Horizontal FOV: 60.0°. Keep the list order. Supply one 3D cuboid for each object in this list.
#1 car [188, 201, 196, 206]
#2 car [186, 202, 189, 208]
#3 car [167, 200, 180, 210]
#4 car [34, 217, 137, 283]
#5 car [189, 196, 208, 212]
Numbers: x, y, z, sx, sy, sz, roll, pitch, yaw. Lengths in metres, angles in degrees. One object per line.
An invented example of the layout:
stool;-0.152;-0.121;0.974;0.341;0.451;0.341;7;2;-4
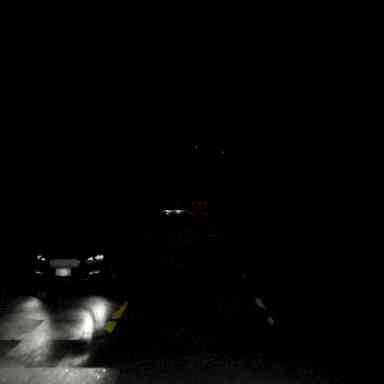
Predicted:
car;0.031;3.005;84.983;1.895;1.301;4.718;0;-2;0
car;0.023;2.327;63.293;1.812;1.442;4.674;0;-2;0
car;-2.806;1.979;51.526;1.882;1.535;5.008;0;-1;0
car;-2.846;1.527;9.814;2.128;1.511;4.902;0;0;0
car;0.979;1.605;45.147;2.150;2.045;5.566;0;-1;0
